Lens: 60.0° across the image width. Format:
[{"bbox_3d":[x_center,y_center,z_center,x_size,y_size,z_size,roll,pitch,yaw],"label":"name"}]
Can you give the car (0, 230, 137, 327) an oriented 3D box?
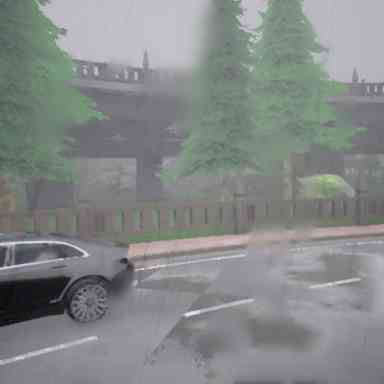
[{"bbox_3d":[-3.350,1.459,5.473,4.902,1.511,2.128,-2,1,-33],"label":"car"}]
